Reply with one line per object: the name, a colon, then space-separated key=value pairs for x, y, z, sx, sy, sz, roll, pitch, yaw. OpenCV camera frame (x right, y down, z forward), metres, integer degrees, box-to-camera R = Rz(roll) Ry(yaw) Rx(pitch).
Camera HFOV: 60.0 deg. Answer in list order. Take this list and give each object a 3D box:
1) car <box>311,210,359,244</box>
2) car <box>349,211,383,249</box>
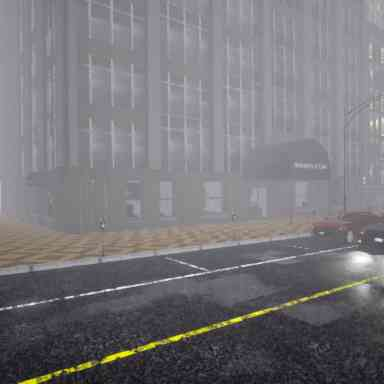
car: x=7.474 y=1.542 z=15.764 sx=4.507 sy=1.381 sz=1.887 roll=0 pitch=-1 yaw=-35
car: x=8.426 y=1.561 z=13.252 sx=4.181 sy=1.385 sz=1.994 roll=0 pitch=0 yaw=-35
